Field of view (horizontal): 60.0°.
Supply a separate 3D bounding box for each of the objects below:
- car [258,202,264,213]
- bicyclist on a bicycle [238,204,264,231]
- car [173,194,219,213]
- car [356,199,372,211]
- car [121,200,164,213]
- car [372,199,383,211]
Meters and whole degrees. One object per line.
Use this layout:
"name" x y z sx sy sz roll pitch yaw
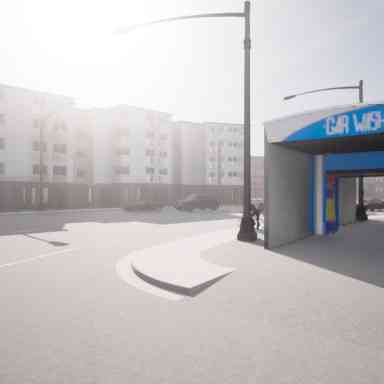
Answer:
"car" 9.248 1.476 34.989 5.008 1.535 1.882 1 0 -30
"bicyclist on a bicycle" 3.224 1.301 18.277 1.656 1.620 0.582 0 0 38
"car" 0.590 1.221 38.090 5.566 2.045 2.150 0 0 -35
"car" 15.680 1.601 34.090 4.718 1.301 1.895 0 0 -22
"car" -5.590 1.601 37.610 4.718 1.301 1.895 0 0 -41
"car" 22.008 1.526 39.916 4.674 1.442 1.812 0 0 -18
